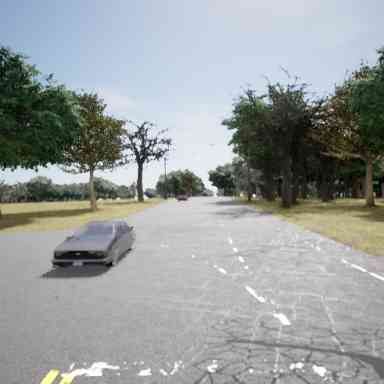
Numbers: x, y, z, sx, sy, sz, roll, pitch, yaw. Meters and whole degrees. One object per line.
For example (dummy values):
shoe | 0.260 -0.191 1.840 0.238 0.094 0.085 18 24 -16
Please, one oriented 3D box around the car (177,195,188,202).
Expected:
car | -1.859 1.233 63.750 1.895 1.301 4.718 -1 1 2

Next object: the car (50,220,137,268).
car | -3.430 1.809 12.802 2.033 1.411 5.357 -1 0 2
